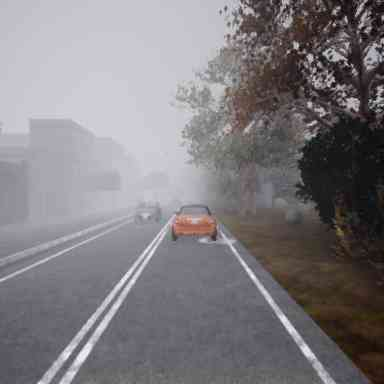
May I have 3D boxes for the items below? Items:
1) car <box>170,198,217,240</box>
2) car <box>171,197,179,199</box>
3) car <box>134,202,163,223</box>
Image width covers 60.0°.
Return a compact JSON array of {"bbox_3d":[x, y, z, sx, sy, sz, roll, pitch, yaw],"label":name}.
[{"bbox_3d":[0.111,1.373,17.136,2.097,1.767,4.553,0,0,0],"label":"car"},{"bbox_3d":[-3.196,1.612,66.149,1.994,1.385,4.181,0,0,1],"label":"car"},{"bbox_3d":[-3.327,1.523,26.138,2.128,1.511,4.902,0,0,0],"label":"car"}]
